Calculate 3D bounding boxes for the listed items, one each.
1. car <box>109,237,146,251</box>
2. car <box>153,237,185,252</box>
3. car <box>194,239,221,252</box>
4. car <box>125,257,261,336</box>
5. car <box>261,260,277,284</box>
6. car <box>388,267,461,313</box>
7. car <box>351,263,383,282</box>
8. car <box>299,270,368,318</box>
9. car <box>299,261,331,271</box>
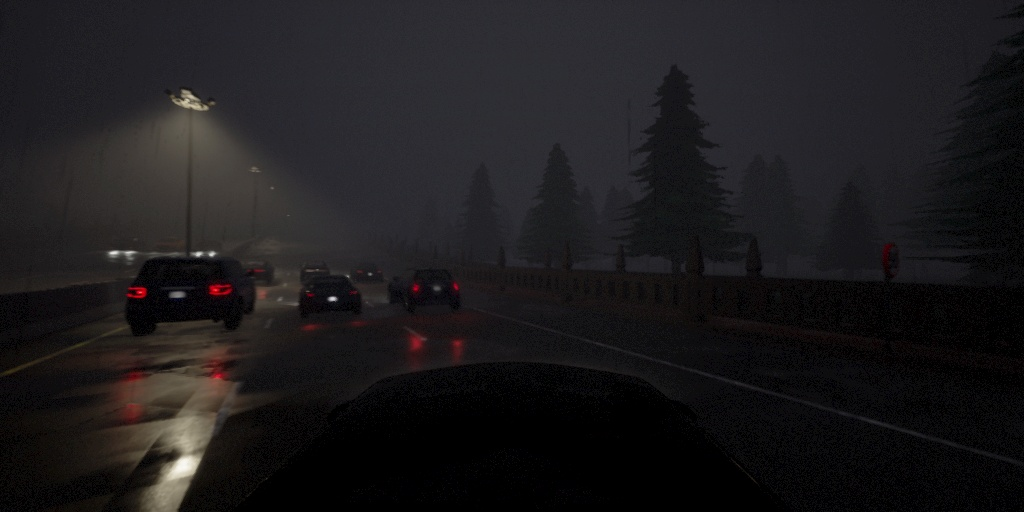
[{"bbox_3d":[-43.110,-1.412,40.288,1.994,1.385,4.181,1,6,-30],"label":"car"},{"bbox_3d":[-40.069,-1.451,42.019,1.882,1.535,5.008,1,6,-30],"label":"car"},{"bbox_3d":[-37.083,-1.329,43.840,1.994,1.385,4.181,1,6,-30],"label":"car"},{"bbox_3d":[-9.464,1.047,11.044,2.150,2.045,5.566,1,-1,-30],"label":"car"},{"bbox_3d":[-17.511,1.047,24.671,2.128,1.511,4.902,1,2,-30],"label":"car"},{"bbox_3d":[-3.887,1.264,15.384,2.097,1.767,4.553,1,-1,-30],"label":"car"},{"bbox_3d":[-11.446,1.206,28.162,1.994,1.385,4.181,1,2,-30],"label":"car"},{"bbox_3d":[-7.079,1.439,13.910,1.994,1.385,4.181,1,-1,-30],"label":"car"},{"bbox_3d":[-14.501,1.087,26.455,2.128,1.511,4.902,1,2,-30],"label":"car"}]
